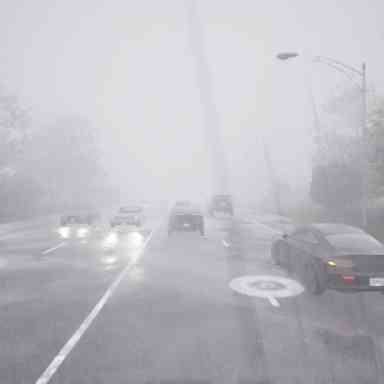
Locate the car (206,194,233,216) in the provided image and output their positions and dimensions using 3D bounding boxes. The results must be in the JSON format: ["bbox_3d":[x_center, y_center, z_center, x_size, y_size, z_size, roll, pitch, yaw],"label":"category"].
[{"bbox_3d":[2.654,1.224,32.446,2.150,2.045,5.566,0,0,-2],"label":"car"}]

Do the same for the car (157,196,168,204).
[{"bbox_3d":[-5.618,1.541,63.385,1.812,1.442,4.674,0,0,-2],"label":"car"}]

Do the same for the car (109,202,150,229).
[{"bbox_3d":[-4.170,1.610,22.146,1.895,1.301,4.718,0,0,-2],"label":"car"}]

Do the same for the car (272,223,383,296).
[{"bbox_3d":[3.445,1.523,8.561,1.812,1.442,4.674,0,0,-1],"label":"car"}]

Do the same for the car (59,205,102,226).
[{"bbox_3d":[-7.714,1.577,23.342,1.994,1.385,4.181,0,0,-2],"label":"car"}]

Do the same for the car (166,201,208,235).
[{"bbox_3d":[-0.363,1.481,18.956,1.882,1.535,5.008,0,0,-2],"label":"car"}]

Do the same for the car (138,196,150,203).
[{"bbox_3d":[-9.134,1.497,63.859,1.882,1.535,5.008,0,0,-2],"label":"car"}]

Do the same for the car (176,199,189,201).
[{"bbox_3d":[-1.030,1.485,37.339,1.882,1.535,5.008,0,0,-2],"label":"car"}]
